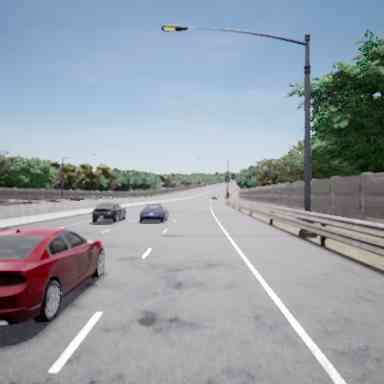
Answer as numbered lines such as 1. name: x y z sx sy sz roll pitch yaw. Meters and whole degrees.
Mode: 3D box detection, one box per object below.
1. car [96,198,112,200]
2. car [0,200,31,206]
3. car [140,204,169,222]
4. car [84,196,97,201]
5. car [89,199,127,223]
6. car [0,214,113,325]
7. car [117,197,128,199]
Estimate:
1. car: -18.711 1.957 73.335 2.033 1.411 5.357 0 -1 3
2. car: -17.128 1.609 32.212 1.837 1.490 4.892 0 0 2
3. car: -3.055 1.660 27.391 1.994 1.385 4.181 0 0 1
4. car: -22.201 1.765 73.592 2.097 1.767 4.553 0 -1 3
5. car: -6.572 1.593 26.752 1.837 1.490 4.892 0 0 1
6. car: -3.363 1.493 7.268 1.882 1.535 5.008 0 0 0
7. car: -15.216 1.781 73.141 2.097 1.767 4.553 0 -1 3
